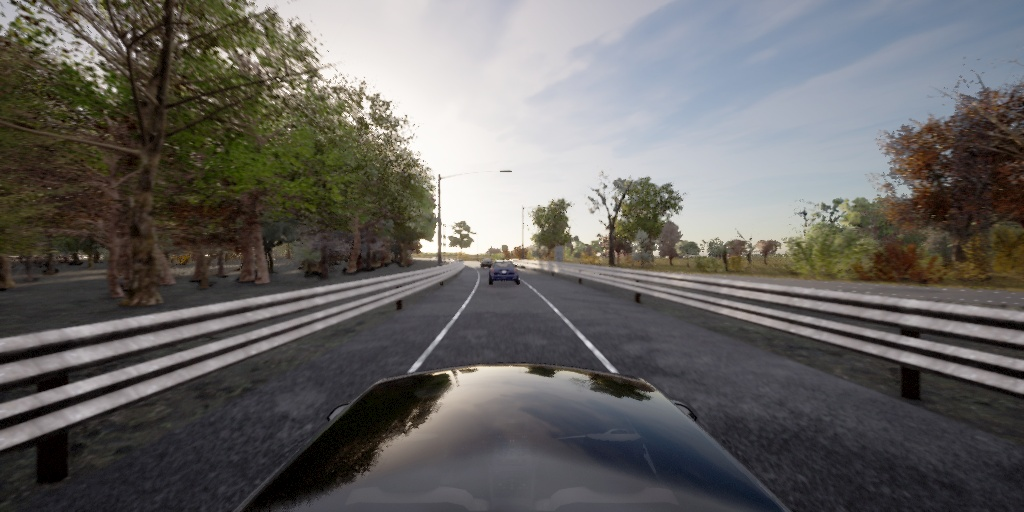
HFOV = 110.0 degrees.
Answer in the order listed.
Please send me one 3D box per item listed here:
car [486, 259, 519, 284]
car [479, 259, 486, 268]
[{"bbox_3d":[-0.700,1.098,26.778,2.097,1.767,4.553,0,0,-4],"label":"car"},{"bbox_3d":[-4.137,1.224,58.115,1.837,1.490,4.892,0,0,-9],"label":"car"}]
